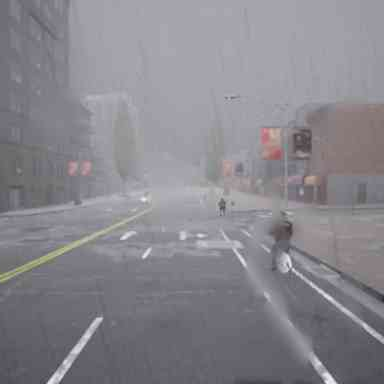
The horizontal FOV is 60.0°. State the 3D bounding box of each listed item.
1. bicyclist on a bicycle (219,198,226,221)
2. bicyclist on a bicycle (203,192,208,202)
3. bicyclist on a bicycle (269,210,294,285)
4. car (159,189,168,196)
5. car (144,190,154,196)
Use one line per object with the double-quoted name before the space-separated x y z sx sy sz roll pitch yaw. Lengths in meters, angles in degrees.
"bicyclist on a bicycle" 2.241 1.256 24.394 0.582 1.620 1.656 -1 5 0
"bicyclist on a bicycle" 2.254 0.859 56.323 0.866 1.612 1.509 0 1 0
"bicyclist on a bicycle" 2.250 1.340 8.514 0.659 1.776 1.843 0 0 0
"car" -6.497 0.095 75.649 2.033 1.411 5.357 0 1 0
"car" -9.748 0.151 75.620 1.895 1.301 4.718 0 1 0
